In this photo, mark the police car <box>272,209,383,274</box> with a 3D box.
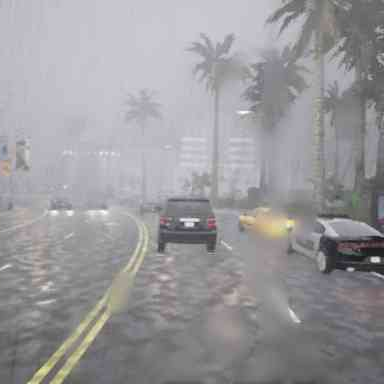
[{"bbox_3d":[4.526,1.509,11.064,1.930,1.638,5.238,1,0,-3],"label":"police car"}]

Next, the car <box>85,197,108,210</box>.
[{"bbox_3d":[-10.388,1.231,36.068,1.994,1.385,4.181,1,0,-26],"label":"car"}]

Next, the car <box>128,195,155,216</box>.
[{"bbox_3d":[-4.194,1.321,30.693,2.128,1.511,4.902,1,0,-19],"label":"car"}]

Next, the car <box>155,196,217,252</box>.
[{"bbox_3d":[-0.345,1.181,13.917,2.150,2.045,5.566,2,0,-6],"label":"car"}]

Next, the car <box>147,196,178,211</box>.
[{"bbox_3d":[-3.545,1.330,39.322,1.837,1.490,4.892,1,0,-28],"label":"car"}]

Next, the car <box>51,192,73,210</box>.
[{"bbox_3d":[-13.905,1.089,35.404,1.837,1.490,4.892,2,0,-27],"label":"car"}]

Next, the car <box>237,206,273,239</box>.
[{"bbox_3d":[3.847,1.509,17.635,1.801,1.575,5.366,1,0,-8],"label":"car"}]

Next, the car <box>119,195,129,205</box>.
[{"bbox_3d":[-8.905,1.168,48.331,2.128,1.511,4.902,1,0,-37],"label":"car"}]
